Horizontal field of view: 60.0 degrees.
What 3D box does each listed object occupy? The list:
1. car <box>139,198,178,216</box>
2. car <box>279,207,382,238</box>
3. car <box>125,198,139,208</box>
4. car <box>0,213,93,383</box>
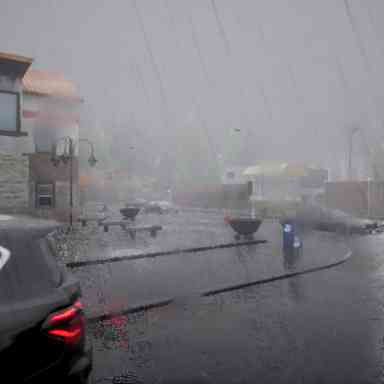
[{"bbox_3d":[-3.207,1.554,33.391,1.812,1.442,4.674,0,0,-36],"label":"car"},{"bbox_3d":[7.371,1.575,18.440,2.033,1.411,5.357,0,0,-35],"label":"car"},{"bbox_3d":[-7.721,1.561,46.757,1.812,1.442,4.674,0,0,-39],"label":"car"},{"bbox_3d":[-3.482,1.218,2.027,5.566,2.045,2.150,0,0,-34],"label":"car"}]
